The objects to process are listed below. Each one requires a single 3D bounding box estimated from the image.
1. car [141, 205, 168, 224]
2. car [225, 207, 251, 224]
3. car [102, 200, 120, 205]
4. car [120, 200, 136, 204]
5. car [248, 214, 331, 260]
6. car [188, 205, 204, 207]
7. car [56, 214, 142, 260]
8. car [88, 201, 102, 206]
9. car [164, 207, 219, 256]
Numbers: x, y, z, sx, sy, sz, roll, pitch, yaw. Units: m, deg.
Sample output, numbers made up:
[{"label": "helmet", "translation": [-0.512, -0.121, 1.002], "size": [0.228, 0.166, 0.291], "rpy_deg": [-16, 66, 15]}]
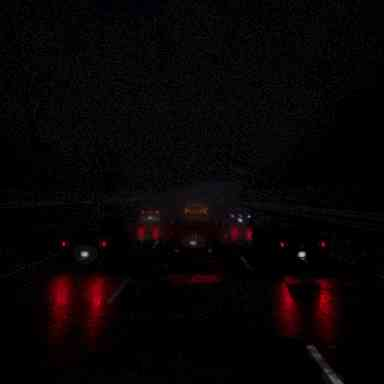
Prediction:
[{"label": "car", "translation": [-3.170, 1.840, 28.178], "size": [2.128, 1.511, 4.902], "rpy_deg": [0, -1, 2]}, {"label": "car", "translation": [3.818, 1.945, 27.763], "size": [1.895, 1.301, 4.718], "rpy_deg": [0, -1, 2]}, {"label": "car", "translation": [-15.711, 2.349, 66.538], "size": [1.882, 1.535, 5.008], "rpy_deg": [0, -1, 3]}, {"label": "car", "translation": [-12.212, 2.351, 66.468], "size": [1.882, 1.535, 5.008], "rpy_deg": [0, -1, 3]}, {"label": "car", "translation": [3.574, 1.744, 12.911], "size": [1.895, 1.301, 4.718], "rpy_deg": [0, -1, 1]}, {"label": "car", "translation": [0.355, 1.835, 28.840], "size": [1.882, 1.535, 5.008], "rpy_deg": [0, -1, 2]}, {"label": "car", "translation": [-3.426, 1.743, 12.971], "size": [1.895, 1.301, 4.718], "rpy_deg": [0, -1, 1]}, {"label": "car", "translation": [-19.206, 2.410, 66.722], "size": [2.033, 1.411, 5.357], "rpy_deg": [0, -1, 3]}, {"label": "car", "translation": [0.099, 1.632, 13.953], "size": [1.882, 1.535, 5.008], "rpy_deg": [0, 0, 1]}]
